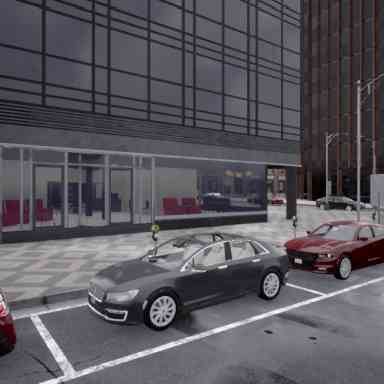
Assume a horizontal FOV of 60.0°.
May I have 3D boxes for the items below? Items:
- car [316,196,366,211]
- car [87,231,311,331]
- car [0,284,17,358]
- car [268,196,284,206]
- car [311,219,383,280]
[{"bbox_3d":[15.021,1.161,33.806,1.837,1.490,4.892,0,1,-36],"label":"car"},{"bbox_3d":[0.147,1.551,6.760,4.403,1.369,2.008,0,0,-36],"label":"car"},{"bbox_3d":[-4.293,1.440,3.587,4.097,1.590,1.967,0,0,-36],"label":"car"},{"bbox_3d":[9.243,1.065,41.862,1.895,1.301,4.718,0,1,-36],"label":"car"},{"bbox_3d":[4.586,1.545,9.933,4.507,1.381,1.887,0,0,-36],"label":"car"}]
